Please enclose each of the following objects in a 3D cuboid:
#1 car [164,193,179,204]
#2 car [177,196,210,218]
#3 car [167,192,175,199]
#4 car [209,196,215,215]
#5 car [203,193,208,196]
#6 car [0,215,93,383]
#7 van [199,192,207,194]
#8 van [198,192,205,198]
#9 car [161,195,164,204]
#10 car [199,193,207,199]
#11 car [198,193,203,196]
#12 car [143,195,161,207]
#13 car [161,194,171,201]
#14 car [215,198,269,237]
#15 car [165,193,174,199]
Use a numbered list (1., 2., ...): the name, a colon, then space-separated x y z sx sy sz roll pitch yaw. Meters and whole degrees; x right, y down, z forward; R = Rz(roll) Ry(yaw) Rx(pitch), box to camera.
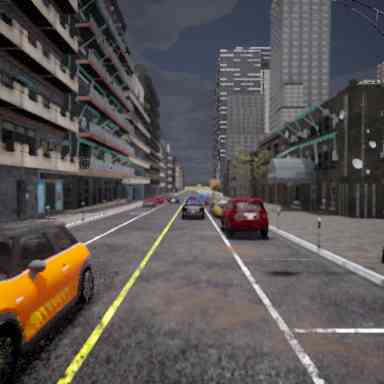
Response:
1. car: -3.000 1.202 55.803 2.128 1.511 4.902 0 0 1
2. car: 0.103 1.350 28.068 2.128 1.511 4.902 0 0 0
3. car: -5.658 0.952 89.978 1.967 1.590 4.097 -1 0 0
4. car: 2.682 1.380 28.808 1.752 1.417 4.829 -1 0 0
5. car: 2.704 1.319 50.957 1.802 1.307 4.206 -1 0 0
6. car: -3.097 1.327 4.997 2.097 1.767 4.553 0 0 0
7. van: 2.711 0.951 73.275 1.690 1.788 3.998 -1 0 0
8. van: 2.723 0.818 95.596 1.690 1.788 3.998 -1 0 0
9. car: -5.674 1.250 56.496 1.887 1.381 4.507 -1 0 0
10. car: 2.721 1.090 84.437 1.887 1.381 4.507 -1 0 0
11. car: 0.100 1.265 41.632 1.882 1.535 5.008 0 0 0
12. car: -5.679 1.349 45.337 1.802 1.307 4.206 -1 0 0
13. car: -5.665 1.192 73.238 1.802 1.307 4.206 -1 0 0
14. car: 2.648 1.228 17.477 2.192 1.841 5.009 -1 0 0
15. car: -5.659 1.096 84.399 2.008 1.369 4.403 -1 0 0
